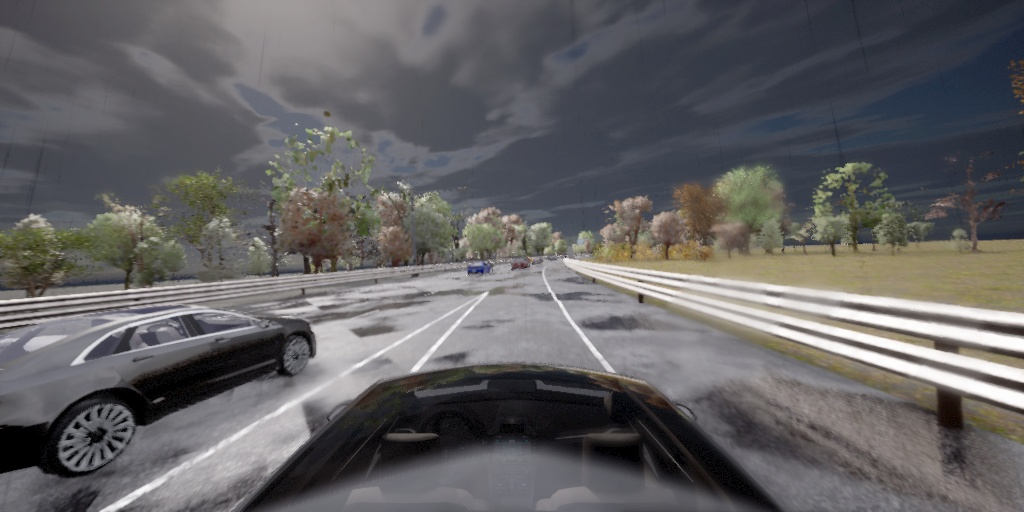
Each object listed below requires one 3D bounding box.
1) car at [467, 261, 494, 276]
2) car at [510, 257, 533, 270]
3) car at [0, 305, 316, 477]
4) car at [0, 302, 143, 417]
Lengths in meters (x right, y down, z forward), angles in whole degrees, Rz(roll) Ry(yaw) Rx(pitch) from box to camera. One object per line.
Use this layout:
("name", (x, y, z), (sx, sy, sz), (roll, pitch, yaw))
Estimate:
("car", (-3.757, 1.416, 41.460), (1.882, 1.535, 5.008), (-3, 0, 9))
("car", (1.336, 1.031, 51.240), (2.097, 1.767, 4.553), (-3, 0, 10))
("car", (-4.946, 1.462, 5.105), (2.128, 1.511, 4.902), (-3, 0, 6))
("car", (-8.477, 1.682, 4.852), (1.812, 1.442, 4.674), (-3, 0, 6))
